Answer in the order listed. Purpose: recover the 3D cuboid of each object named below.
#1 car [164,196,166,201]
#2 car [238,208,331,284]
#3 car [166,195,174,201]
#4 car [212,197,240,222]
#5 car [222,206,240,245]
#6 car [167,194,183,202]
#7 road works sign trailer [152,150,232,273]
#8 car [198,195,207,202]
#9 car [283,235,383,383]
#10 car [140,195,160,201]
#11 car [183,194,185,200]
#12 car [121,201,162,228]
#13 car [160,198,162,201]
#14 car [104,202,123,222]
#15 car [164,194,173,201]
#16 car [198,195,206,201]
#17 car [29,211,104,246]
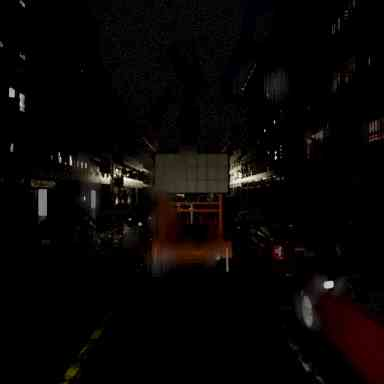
[{"bbox_3d":[-5.751,1.570,54.626,1.802,1.307,4.206,0,0,0],"label":"car"},{"bbox_3d":[2.682,1.440,9.540,1.967,1.590,4.097,0,0,0],"label":"car"},{"bbox_3d":[-5.788,1.516,88.444,1.887,1.381,4.507,0,0,0],"label":"car"},{"bbox_3d":[2.664,1.312,26.449,2.192,1.841,5.009,0,0,0],"label":"car"},{"bbox_3d":[2.676,1.550,15.176,2.008,1.369,4.403,0,0,0],"label":"car"},{"bbox_3d":[-3.131,1.462,61.920,1.882,1.535,5.008,0,0,0],"label":"car"},{"bbox_3d":[-0.011,0.464,10.669,2.380,3.560,2.880,0,0,0],"label":"road works sign trailer"},{"bbox_3d":[2.604,1.503,77.346,1.752,1.417,4.829,0,0,0],"label":"car"},{"bbox_3d":[2.689,1.545,3.903,1.887,1.381,4.507,0,0,0],"label":"car"},{"bbox_3d":[-5.737,1.432,43.353,1.967,1.590,4.097,0,0,0],"label":"car"},{"bbox_3d":[-3.100,1.195,89.124,2.150,2.045,5.566,0,0,0],"label":"car"},{"bbox_3d":[-3.127,1.546,22.700,2.033,1.411,5.357,0,0,0],"label":"car"},{"bbox_3d":[-5.743,1.305,48.989,2.192,1.841,5.009,0,0,0],"label":"car"},{"bbox_3d":[-5.718,1.523,26.272,1.752,1.417,4.829,0,0,0],"label":"car"},{"bbox_3d":[-5.782,1.415,82.806,1.967,1.590,4.097,0,0,0],"label":"car"},{"bbox_3d":[2.592,1.516,88.449,1.887,1.381,4.507,0,0,0],"label":"car"},{"bbox_3d":[-5.705,1.565,15.169,1.947,1.339,4.313,0,0,0],"label":"car"}]
